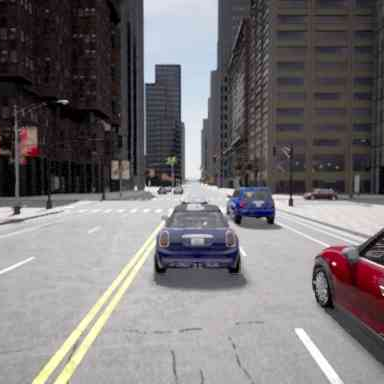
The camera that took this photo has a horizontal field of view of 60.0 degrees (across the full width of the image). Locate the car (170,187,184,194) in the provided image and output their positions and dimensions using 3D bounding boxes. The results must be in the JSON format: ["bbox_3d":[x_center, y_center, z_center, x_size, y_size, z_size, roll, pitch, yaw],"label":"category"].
[{"bbox_3d":[-2.983,-0.174,70.143,1.812,1.442,4.674,0,1,0],"label":"car"}]

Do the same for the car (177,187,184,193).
[{"bbox_3d":[-2.924,-0.546,85.718,1.812,1.442,4.674,0,1,0],"label":"car"}]

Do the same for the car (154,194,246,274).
[{"bbox_3d":[0.133,1.114,9.907,2.097,1.767,4.553,0,2,0],"label":"car"}]

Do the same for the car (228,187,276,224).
[{"bbox_3d":[3.428,0.730,20.150,2.150,2.045,5.566,0,1,-2],"label":"car"}]

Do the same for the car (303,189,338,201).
[{"bbox_3d":[16.845,0.285,43.835,4.097,1.590,1.967,0,2,1],"label":"car"}]

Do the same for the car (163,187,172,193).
[{"bbox_3d":[-6.175,-0.518,85.730,1.994,1.385,4.181,0,1,0],"label":"car"}]

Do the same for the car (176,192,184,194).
[{"bbox_3d":[0.174,0.971,21.352,2.128,1.511,4.902,0,1,0],"label":"car"}]

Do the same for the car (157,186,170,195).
[{"bbox_3d":[-6.234,-0.198,70.155,1.837,1.490,4.892,0,1,0],"label":"car"}]

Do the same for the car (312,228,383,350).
[{"bbox_3d":[3.355,1.239,4.573,2.097,1.767,4.553,0,1,0],"label":"car"}]
